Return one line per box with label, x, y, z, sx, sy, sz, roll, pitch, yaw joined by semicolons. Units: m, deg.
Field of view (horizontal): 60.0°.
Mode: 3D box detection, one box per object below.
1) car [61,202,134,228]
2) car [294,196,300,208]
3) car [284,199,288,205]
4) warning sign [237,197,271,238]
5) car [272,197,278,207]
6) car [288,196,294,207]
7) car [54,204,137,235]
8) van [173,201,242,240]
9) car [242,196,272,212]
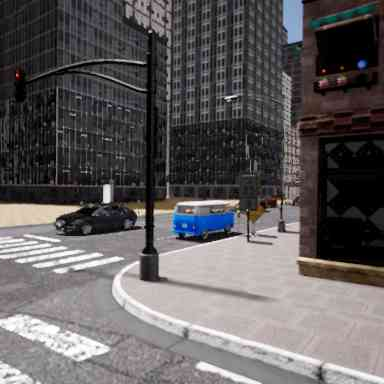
car;-6.103;1.455;21.954;1.947;1.339;4.313;1;1;35
car;15.311;1.151;42.170;2.150;2.045;5.566;1;1;36
car;16.245;1.352;53.375;1.752;1.417;4.829;1;1;35
warning sign;3.010;1.172;16.200;1.300;1.860;1.060;1;1;35
car;9.930;1.282;44.495;1.967;1.590;4.097;1;1;35
car;16.106;1.375;48.538;1.837;1.490;4.892;1;1;35
car;-5.249;1.440;18.685;1.837;1.490;4.892;1;1;35
van;0.729;1.362;17.094;1.690;1.788;3.998;1;1;35
car;6.033;1.390;34.537;2.128;1.511;4.902;1;1;35
